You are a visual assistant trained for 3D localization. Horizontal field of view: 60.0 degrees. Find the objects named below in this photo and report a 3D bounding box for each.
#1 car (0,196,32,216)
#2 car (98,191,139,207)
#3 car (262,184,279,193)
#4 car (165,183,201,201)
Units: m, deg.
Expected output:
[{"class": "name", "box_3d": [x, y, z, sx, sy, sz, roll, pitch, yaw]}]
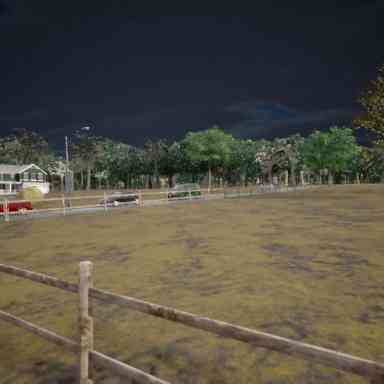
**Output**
[{"class": "car", "box_3d": [-14.355, 1.102, 24.231, 1.882, 1.535, 5.008, -3, 1, 36]}, {"class": "car", "box_3d": [-7.384, 0.674, 34.007, 1.837, 1.490, 4.892, -3, 0, 36]}, {"class": "car", "box_3d": [13.725, -0.648, 58.549, 1.994, 1.385, 4.181, -3, 1, 36]}, {"class": "car", "box_3d": [-1.072, -0.032, 42.864, 2.150, 2.045, 5.566, -3, 1, 36]}]
